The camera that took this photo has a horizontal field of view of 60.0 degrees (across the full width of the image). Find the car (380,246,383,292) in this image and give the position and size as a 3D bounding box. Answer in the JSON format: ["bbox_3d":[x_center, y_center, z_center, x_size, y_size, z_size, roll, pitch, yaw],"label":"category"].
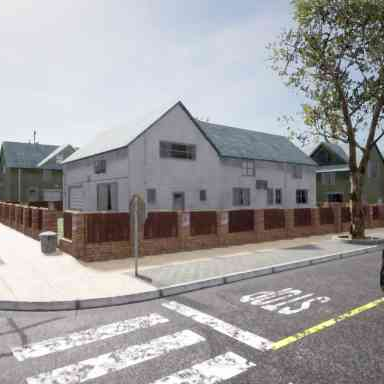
[{"bbox_3d":[6.097,1.329,7.060,5.566,2.045,2.150,1,-2,-38],"label":"car"}]
